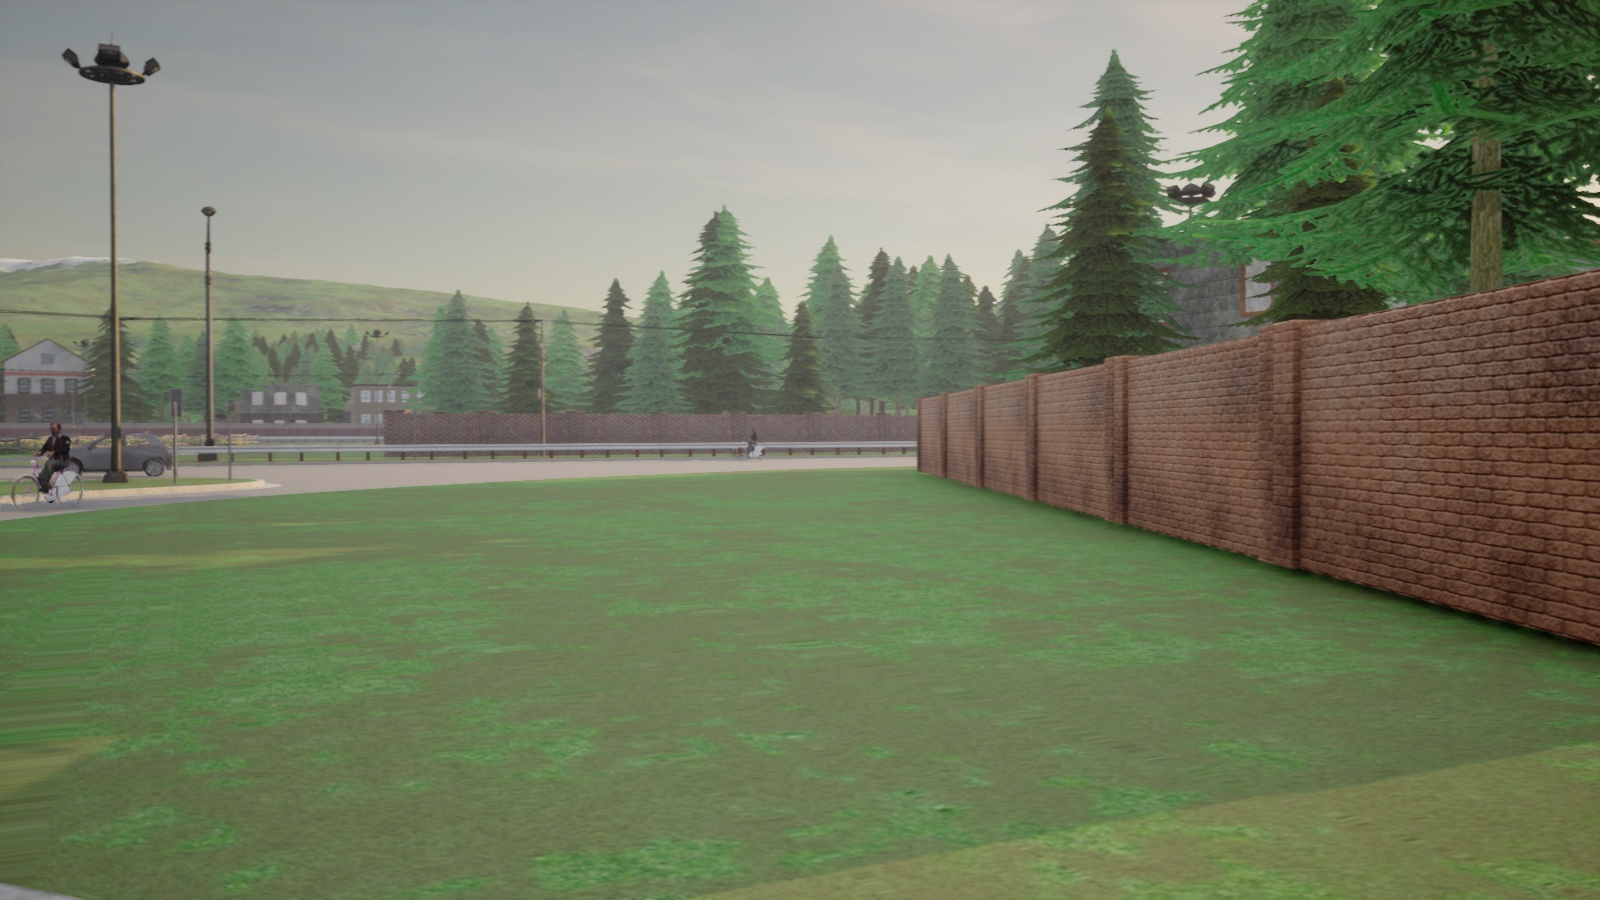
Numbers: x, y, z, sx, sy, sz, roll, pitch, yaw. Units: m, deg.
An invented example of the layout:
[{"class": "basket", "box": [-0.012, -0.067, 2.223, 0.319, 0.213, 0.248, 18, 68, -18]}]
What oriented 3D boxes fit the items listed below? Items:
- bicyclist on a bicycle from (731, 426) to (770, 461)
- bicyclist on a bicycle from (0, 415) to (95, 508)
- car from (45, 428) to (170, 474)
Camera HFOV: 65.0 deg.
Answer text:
[{"class": "bicyclist on a bicycle", "box": [-2.548, -0.342, 64.649, 1.843, 1.776, 0.659, 0, 1, -25]}, {"class": "bicyclist on a bicycle", "box": [-15.173, 0.212, 25.268, 0.659, 1.776, 1.843, 2, 1, 11]}, {"class": "car", "box": [-23.652, 0.028, 43.017, 3.633, 1.501, 1.845, 0, 1, -25]}]
